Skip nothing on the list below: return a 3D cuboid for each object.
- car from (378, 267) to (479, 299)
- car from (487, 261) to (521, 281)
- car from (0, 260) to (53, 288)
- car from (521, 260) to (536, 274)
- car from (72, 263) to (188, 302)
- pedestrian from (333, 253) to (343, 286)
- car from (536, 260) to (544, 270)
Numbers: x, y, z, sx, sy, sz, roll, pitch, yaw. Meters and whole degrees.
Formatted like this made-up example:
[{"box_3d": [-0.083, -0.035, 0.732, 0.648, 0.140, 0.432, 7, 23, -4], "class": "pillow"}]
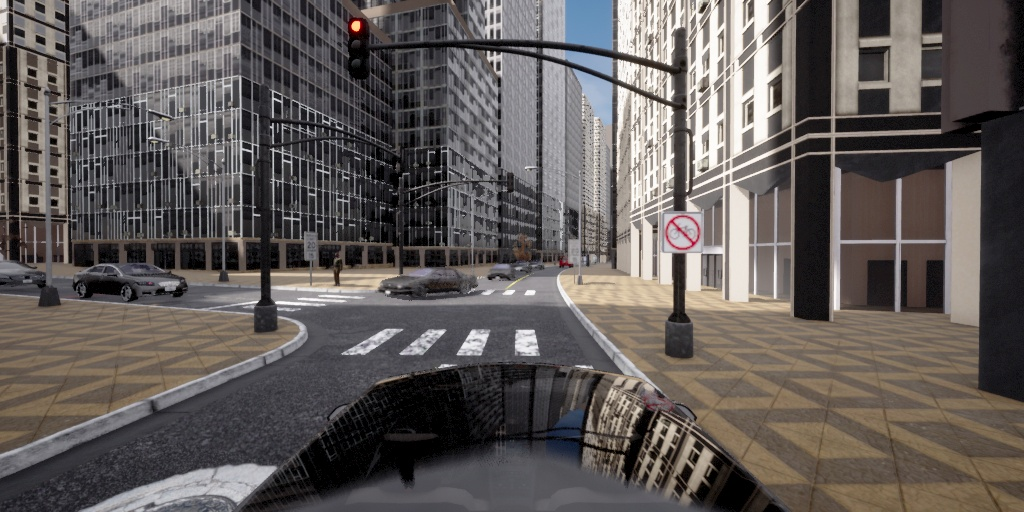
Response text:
[{"box_3d": [-3.964, 1.282, 18.177, 2.033, 1.411, 5.357, 2, 0, 36], "class": "car"}, {"box_3d": [-0.773, 1.340, 30.720, 2.033, 1.411, 5.357, 0, 0, 8], "class": "car"}, {"box_3d": [-25.921, 0.940, 18.198, 4.674, 1.442, 1.812, 1, 1, 17], "class": "car"}, {"box_3d": [1.235, 1.336, 43.400, 2.128, 1.511, 4.902, 0, 0, 11], "class": "car"}, {"box_3d": [-16.362, 1.043, 15.395, 4.902, 1.511, 2.128, 1, 1, 16], "class": "car"}, {"box_3d": [-9.513, 0.716, 19.490, 0.375, 1.860, 0.375, 0, 0, 16], "class": "pedestrian"}, {"box_3d": [3.847, 1.404, 55.622, 2.128, 1.511, 4.902, 0, 0, 14], "class": "car"}]
